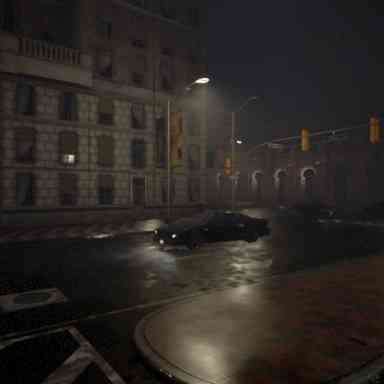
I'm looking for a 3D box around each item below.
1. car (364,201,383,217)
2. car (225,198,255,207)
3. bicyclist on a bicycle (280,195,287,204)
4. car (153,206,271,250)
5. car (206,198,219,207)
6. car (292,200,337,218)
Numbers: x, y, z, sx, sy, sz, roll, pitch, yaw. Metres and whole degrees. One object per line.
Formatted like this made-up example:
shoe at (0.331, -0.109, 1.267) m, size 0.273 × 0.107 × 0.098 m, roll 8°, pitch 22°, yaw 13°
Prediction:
car at (17.658, 1.526, 29.183) m, size 1.812 × 1.442 × 4.674 m, roll 0°, pitch 0°, yaw -40°
car at (6.312, 1.525, 44.535) m, size 1.812 × 1.442 × 4.674 m, roll 0°, pitch 0°, yaw -36°
bicyclist on a bicycle at (15.528, 1.301, 56.489) m, size 1.656 × 1.620 × 0.582 m, roll 0°, pitch 0°, yaw -36°
car at (1.018, 1.547, 14.452) m, size 5.357 × 1.411 × 2.033 m, roll 0°, pitch 0°, yaw -34°
car at (1.614, 1.478, 45.069) m, size 1.882 × 1.535 × 5.008 m, roll 0°, pitch 0°, yaw -36°
car at (10.874, 1.491, 29.758) m, size 2.128 × 1.511 × 4.902 m, roll 0°, pitch 0°, yaw -14°
